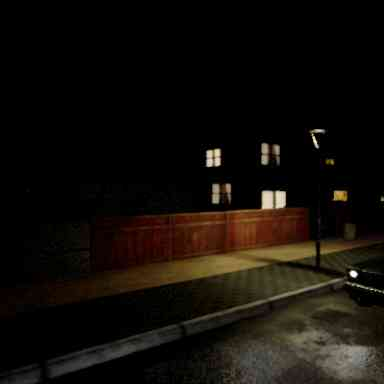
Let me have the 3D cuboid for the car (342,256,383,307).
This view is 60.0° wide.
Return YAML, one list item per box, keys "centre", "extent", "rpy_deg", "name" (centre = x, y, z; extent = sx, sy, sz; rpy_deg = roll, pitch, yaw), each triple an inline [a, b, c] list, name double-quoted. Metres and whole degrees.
- centre: [5.094, 1.559, 6.675]
  extent: [4.718, 1.301, 1.895]
  rpy_deg: [0, 0, -35]
  name: "car"
